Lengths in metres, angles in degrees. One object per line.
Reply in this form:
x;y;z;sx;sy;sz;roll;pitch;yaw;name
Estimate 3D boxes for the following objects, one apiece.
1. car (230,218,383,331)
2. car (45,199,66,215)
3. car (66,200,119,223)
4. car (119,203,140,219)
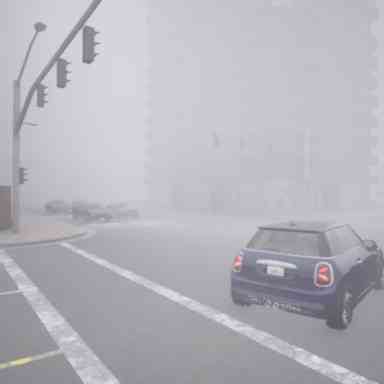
2.756;1.397;7.376;2.097;1.767;4.553;0;-1;38;car
-14.123;1.549;34.988;1.837;1.490;4.892;1;0;-36;car
-8.124;1.598;26.680;2.033;1.411;5.357;1;0;-36;car
-6.614;1.677;30.564;1.895;1.301;4.718;1;0;-36;car
